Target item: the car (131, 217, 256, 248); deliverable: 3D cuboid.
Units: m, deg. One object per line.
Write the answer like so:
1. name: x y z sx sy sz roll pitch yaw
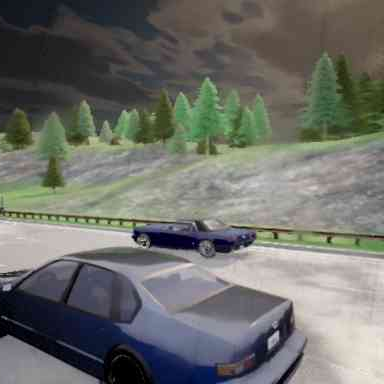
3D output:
1. car: -0.100 1.605 12.649 4.718 1.301 1.895 0 0 35

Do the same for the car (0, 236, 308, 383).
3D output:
1. car: -1.217 1.549 4.835 5.357 1.411 2.033 0 0 36
